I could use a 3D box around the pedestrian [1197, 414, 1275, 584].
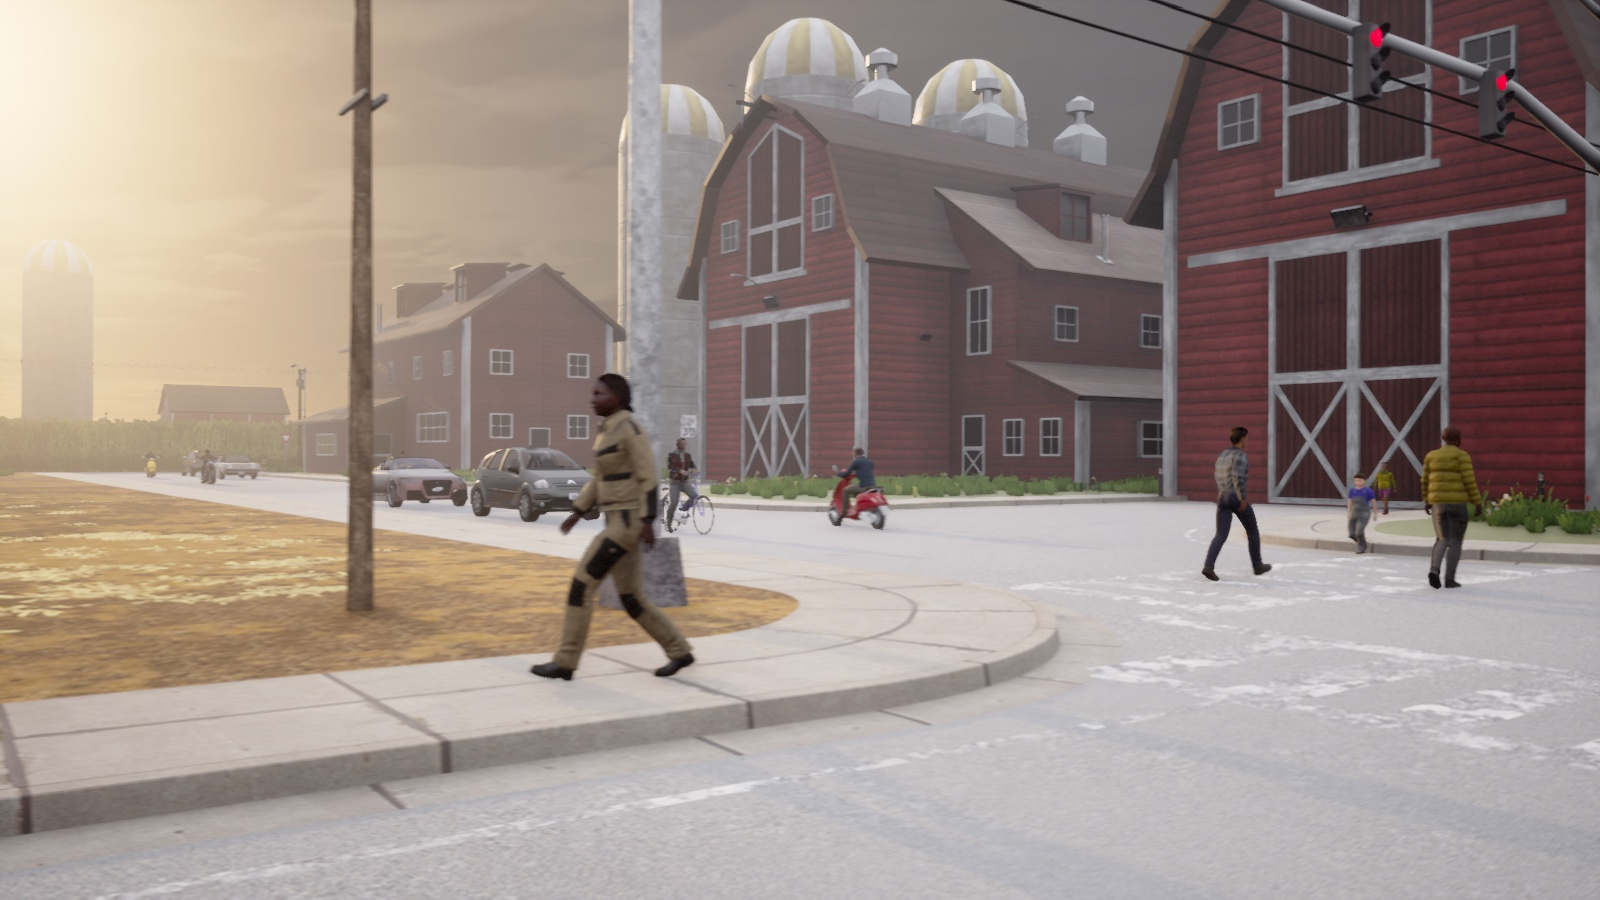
[{"bbox_3d":[5.116,0.565,14.736,0.788,1.949,0.423,0,0,-26],"label":"pedestrian"}]

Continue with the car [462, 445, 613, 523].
[{"bbox_3d":[-5.966,0.715,28.215,1.851,1.617,3.988,0,0,-36],"label":"car"}]

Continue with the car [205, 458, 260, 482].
[{"bbox_3d":[-31.353,1.076,69.284,1.895,1.301,4.718,0,0,-36],"label":"car"}]

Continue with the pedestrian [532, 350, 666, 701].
[{"bbox_3d":[-1.157,0.416,7.212,0.692,1.930,0.396,0,0,-21],"label":"pedestrian"}]

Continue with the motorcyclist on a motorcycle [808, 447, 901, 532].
[{"bbox_3d":[1.043,0.732,24.495,0.866,1.590,1.817,0,0,-36],"label":"motorcyclist on a motorcycle"}]

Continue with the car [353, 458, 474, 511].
[{"bbox_3d":[-10.811,0.907,34.920,1.994,1.385,4.181,0,0,-36],"label":"car"}]

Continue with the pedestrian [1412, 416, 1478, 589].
[{"bbox_3d":[7.036,0.560,13.699,0.726,1.835,0.370,0,0,-39],"label":"pedestrian"}]

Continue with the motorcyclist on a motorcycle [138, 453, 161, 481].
[{"bbox_3d":[-36.449,0.937,70.351,0.866,1.590,1.817,0,0,-36],"label":"motorcyclist on a motorcycle"}]

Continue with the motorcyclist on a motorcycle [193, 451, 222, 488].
[{"bbox_3d":[-27.090,0.883,57.421,0.766,1.649,2.350,0,0,-36],"label":"motorcyclist on a motorcycle"}]

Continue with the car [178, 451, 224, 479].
[{"bbox_3d":[-36.439,0.901,76.319,1.851,1.617,3.988,0,0,-36],"label":"car"}]

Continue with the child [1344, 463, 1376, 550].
[{"bbox_3d":[8.249,0.827,18.500,0.437,1.263,0.270,0,0,-43],"label":"child"}]

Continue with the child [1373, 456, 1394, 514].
[{"bbox_3d":[11.831,0.710,25.441,0.299,1.160,0.473,0,0,36],"label":"child"}]

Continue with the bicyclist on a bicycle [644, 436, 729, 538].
[{"bbox_3d":[-2.088,0.659,22.849,0.659,1.776,1.843,-1,0,-36],"label":"bicyclist on a bicycle"}]
